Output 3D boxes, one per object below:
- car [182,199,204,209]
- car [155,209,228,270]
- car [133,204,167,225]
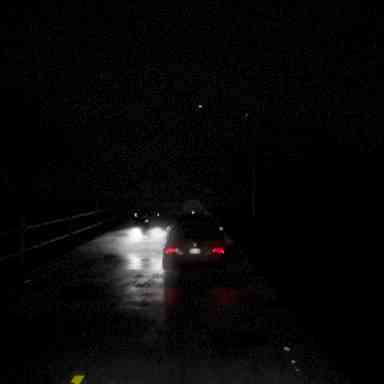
[{"bbox_3d":[0.092,1.362,28.671,1.812,1.442,4.674,0,1,0],"label":"car"},{"bbox_3d":[0.083,1.533,10.918,2.033,1.411,5.357,0,0,0],"label":"car"},{"bbox_3d":[-2.840,1.500,23.180,1.895,1.301,4.718,0,1,0],"label":"car"}]
